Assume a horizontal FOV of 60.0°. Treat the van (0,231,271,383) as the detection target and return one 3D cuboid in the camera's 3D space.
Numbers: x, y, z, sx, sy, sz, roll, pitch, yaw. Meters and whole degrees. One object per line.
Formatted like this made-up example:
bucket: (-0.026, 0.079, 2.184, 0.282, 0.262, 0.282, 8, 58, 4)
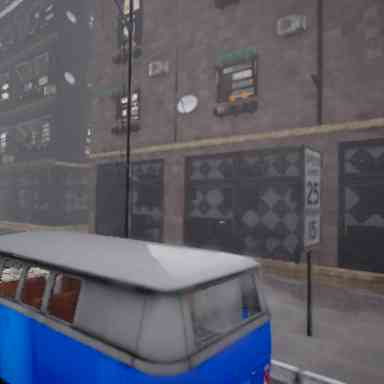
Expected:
van: (-1.122, 1.424, 3.734, 3.998, 1.788, 1.690, 0, -2, 38)
